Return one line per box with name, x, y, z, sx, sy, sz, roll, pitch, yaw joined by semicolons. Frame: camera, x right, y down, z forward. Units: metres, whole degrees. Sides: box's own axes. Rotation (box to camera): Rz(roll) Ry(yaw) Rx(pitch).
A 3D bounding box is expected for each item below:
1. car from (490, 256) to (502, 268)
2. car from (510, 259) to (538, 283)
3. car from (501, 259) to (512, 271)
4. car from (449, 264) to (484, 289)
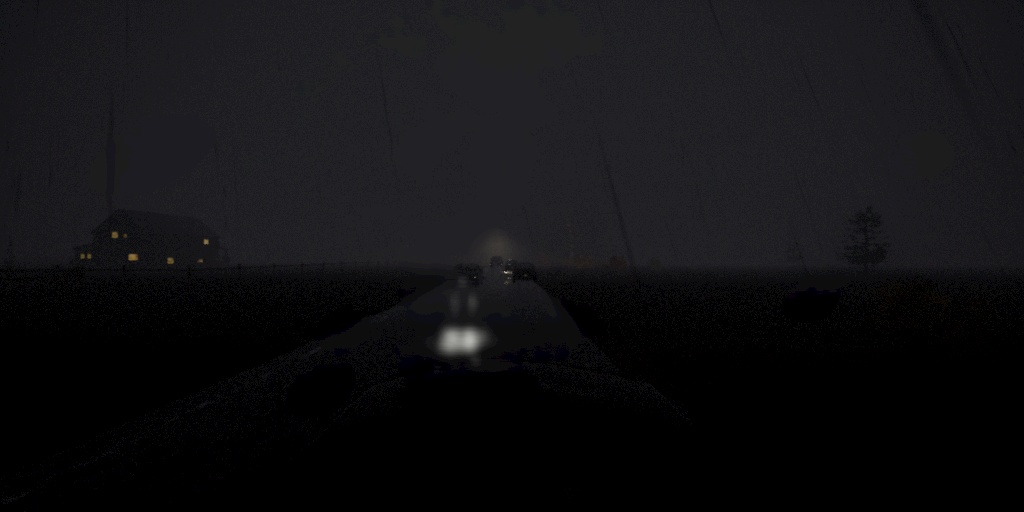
car;-2.759;1.023;64.189;2.150;2.045;5.566;0;0;1
car;0.967;1.241;27.988;1.882;1.535;5.008;0;0;0
car;0.035;1.276;48.381;2.128;1.511;4.902;0;0;1
car;-2.843;1.249;23.149;2.128;1.511;4.902;0;0;0
